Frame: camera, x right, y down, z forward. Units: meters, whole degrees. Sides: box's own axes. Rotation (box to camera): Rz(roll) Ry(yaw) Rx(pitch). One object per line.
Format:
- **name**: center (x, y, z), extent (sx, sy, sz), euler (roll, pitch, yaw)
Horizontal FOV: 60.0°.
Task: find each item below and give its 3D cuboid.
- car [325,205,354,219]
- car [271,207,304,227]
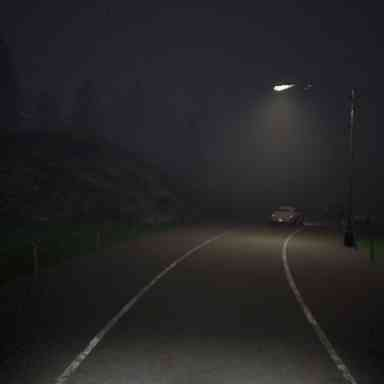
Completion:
- **car**: center (17.072, 2.274, 38.442), extent (2.128, 1.511, 4.902), euler (4, 1, 45)
- **car**: center (7.576, 1.894, 26.268), extent (1.812, 1.442, 4.674), euler (2, 0, 29)
